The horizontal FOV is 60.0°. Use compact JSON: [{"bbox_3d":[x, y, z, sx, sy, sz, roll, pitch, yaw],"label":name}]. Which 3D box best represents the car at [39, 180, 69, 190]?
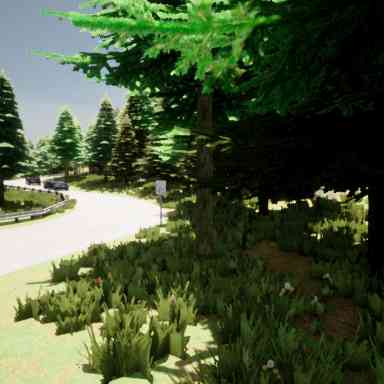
[{"bbox_3d":[-18.881,-0.987,46.136,4.181,1.385,1.994,6,4,39],"label":"car"}]

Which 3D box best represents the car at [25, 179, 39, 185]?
[{"bbox_3d":[-25.510,-1.913,53.400,1.837,1.490,4.892,0,5,-34],"label":"car"}]
